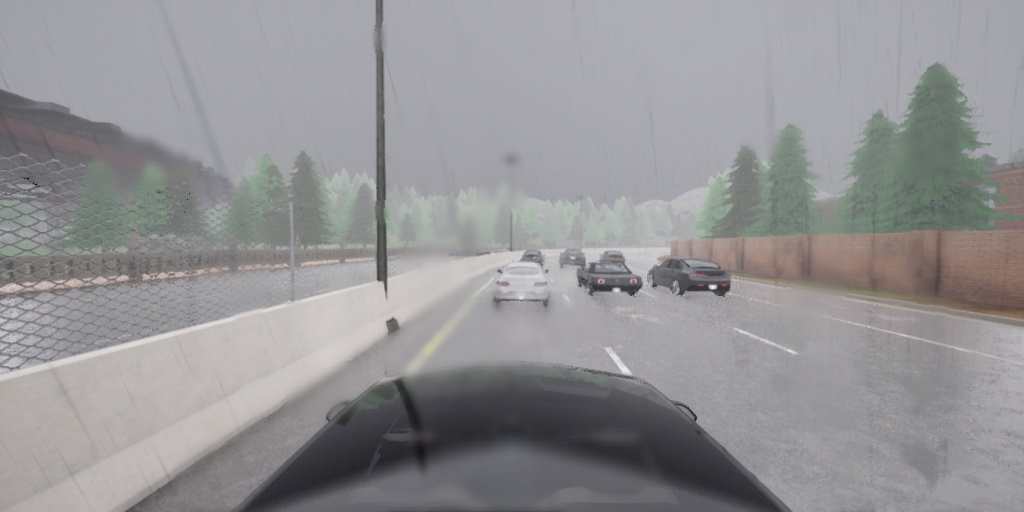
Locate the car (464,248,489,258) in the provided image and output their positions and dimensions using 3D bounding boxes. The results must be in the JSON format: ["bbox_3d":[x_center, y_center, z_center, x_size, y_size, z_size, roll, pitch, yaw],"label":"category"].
[{"bbox_3d":[-4.546,-0.272,50.581,1.895,1.301,4.718,1,2,19],"label":"car"}]

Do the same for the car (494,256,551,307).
[{"bbox_3d":[0.399,0.905,12.986,1.812,1.442,4.674,0,2,2],"label":"car"}]

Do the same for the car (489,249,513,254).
[{"bbox_3d":[-1.107,-0.312,49.813,1.812,1.442,4.674,1,2,19],"label":"car"}]

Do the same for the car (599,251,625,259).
[{"bbox_3d":[9.011,0.278,32.171,1.837,1.490,4.892,0,2,10],"label":"car"}]

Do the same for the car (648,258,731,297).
[{"bbox_3d":[7.500,0.817,15.636,1.837,1.490,4.892,0,2,2],"label":"car"}]

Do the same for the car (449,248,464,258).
[{"bbox_3d":[-7.314,-0.424,53.335,2.033,1.411,5.357,1,2,20],"label":"car"}]

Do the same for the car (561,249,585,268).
[{"bbox_3d":[5.440,0.122,31.927,2.097,1.767,4.553,1,2,9],"label":"car"}]

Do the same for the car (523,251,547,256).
[{"bbox_3d":[1.986,0.244,32.570,1.837,1.490,4.892,0,2,9],"label":"car"}]

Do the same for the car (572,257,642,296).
[{"bbox_3d":[3.998,0.905,15.605,1.895,1.301,4.718,0,2,2],"label":"car"}]
